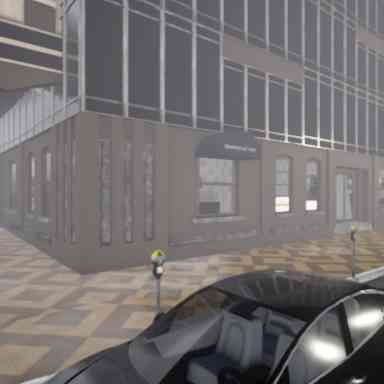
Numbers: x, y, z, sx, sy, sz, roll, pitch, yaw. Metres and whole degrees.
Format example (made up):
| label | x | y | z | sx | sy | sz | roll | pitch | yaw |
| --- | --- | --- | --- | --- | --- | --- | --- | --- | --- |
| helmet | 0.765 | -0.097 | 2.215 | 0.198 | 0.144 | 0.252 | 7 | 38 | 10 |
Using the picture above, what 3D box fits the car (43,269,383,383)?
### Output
| label | x | y | z | sx | sy | sz | roll | pitch | yaw |
| --- | --- | --- | --- | --- | --- | --- | --- | --- | --- |
| car | 0.693 | 1.566 | 3.180 | 4.313 | 1.339 | 1.947 | 0 | 0 | -38 |
